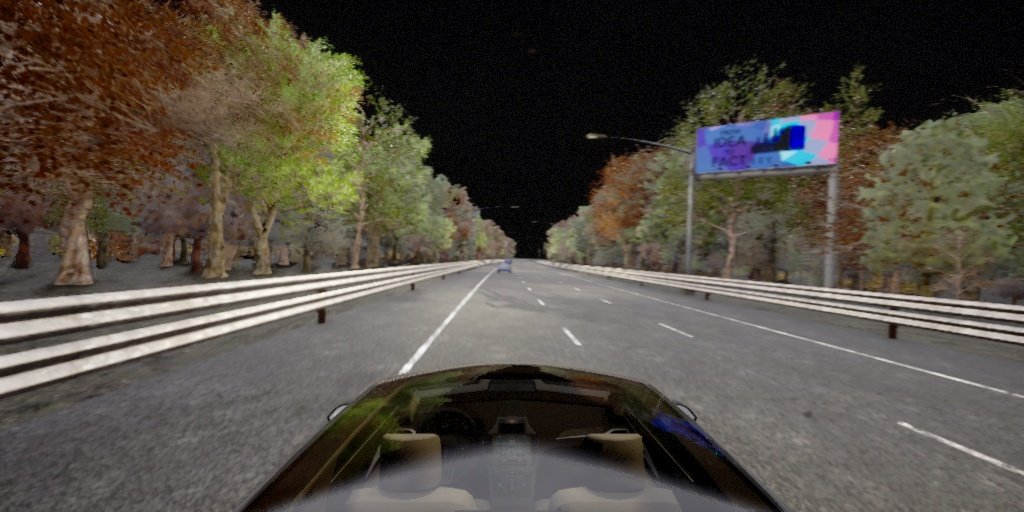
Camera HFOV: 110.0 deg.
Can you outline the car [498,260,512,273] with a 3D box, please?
[{"bbox_3d":[-1.031,1.599,49.650,2.033,1.411,5.357,2,-1,0],"label":"car"}]
